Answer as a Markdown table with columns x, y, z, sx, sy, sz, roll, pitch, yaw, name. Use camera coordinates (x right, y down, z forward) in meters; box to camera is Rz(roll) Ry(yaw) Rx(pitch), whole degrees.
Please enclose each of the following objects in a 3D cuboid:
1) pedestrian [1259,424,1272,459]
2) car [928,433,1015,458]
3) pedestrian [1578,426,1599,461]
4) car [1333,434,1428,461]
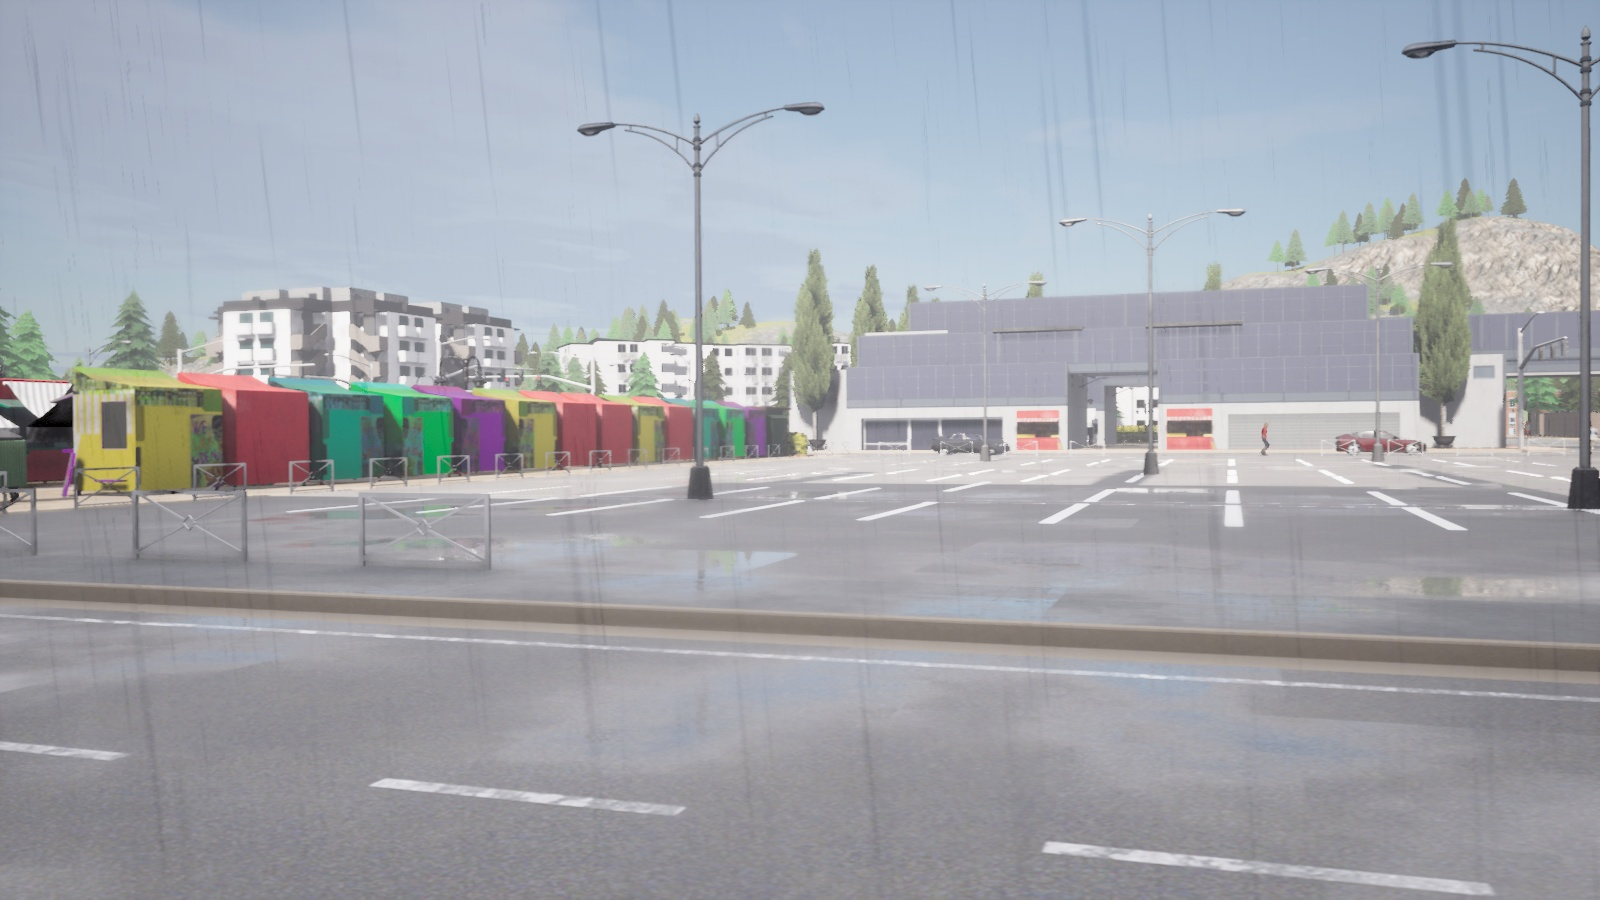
| x | y | z | sx | sy | sz | roll | pitch | yaw | name |
| --- | --- | --- | --- | --- | --- | --- | --- | --- | --- |
| 24.482 | -0.432 | 66.070 | 0.636 | 1.846 | 0.331 | 0 | 1 | 16 | pedestrian |
| 10.472 | -0.283 | 76.489 | 4.902 | 1.511 | 2.128 | 0 | 1 | 20 | car |
| 42.245 | -0.327 | 67.118 | 0.874 | 1.855 | 0.900 | 0 | 1 | 13 | pedestrian |
| 33.116 | -0.177 | 71.797 | 4.792 | 1.488 | 2.163 | 0 | 1 | 20 | car |
